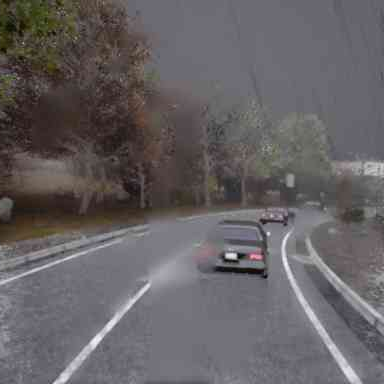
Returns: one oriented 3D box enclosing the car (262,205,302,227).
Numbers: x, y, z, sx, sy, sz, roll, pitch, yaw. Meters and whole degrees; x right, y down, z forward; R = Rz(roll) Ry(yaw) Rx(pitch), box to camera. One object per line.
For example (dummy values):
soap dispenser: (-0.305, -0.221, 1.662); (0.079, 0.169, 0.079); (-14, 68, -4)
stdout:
car: (6.653, 1.748, 25.235); (2.033, 1.411, 5.357); (3, 1, 27)

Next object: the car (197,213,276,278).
car: (1.446, 1.595, 10.434); (2.033, 1.411, 5.357); (1, 0, 12)

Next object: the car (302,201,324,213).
car: (15.842, 1.936, 43.940); (1.812, 1.442, 4.674); (5, 2, 43)
